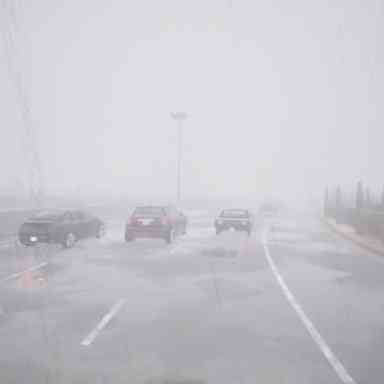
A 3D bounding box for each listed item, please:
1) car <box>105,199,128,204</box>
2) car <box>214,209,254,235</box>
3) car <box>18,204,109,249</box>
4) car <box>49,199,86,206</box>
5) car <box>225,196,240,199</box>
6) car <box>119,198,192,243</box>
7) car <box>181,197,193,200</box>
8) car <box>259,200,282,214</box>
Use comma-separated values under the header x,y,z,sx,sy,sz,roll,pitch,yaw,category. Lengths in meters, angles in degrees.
x,y,z,sx,sy,sz,roll,pitch,yaw,category
-7.587,1.478,34.158,2.128,1.511,4.902,0,0,21,car
2.574,1.626,19.227,1.895,1.301,4.718,0,0,14,car
-5.459,1.489,14.644,1.837,1.490,4.892,0,0,9,car
-12.023,1.469,32.058,1.837,1.490,4.892,0,0,19,car
7.992,1.559,67.287,1.837,1.490,4.892,0,0,41,car
-1.575,1.355,16.309,2.097,1.767,4.553,0,0,11,car
-1.350,1.598,60.920,1.994,1.385,4.181,0,0,35,car
8.524,1.589,35.962,1.812,1.442,4.674,0,0,25,car
